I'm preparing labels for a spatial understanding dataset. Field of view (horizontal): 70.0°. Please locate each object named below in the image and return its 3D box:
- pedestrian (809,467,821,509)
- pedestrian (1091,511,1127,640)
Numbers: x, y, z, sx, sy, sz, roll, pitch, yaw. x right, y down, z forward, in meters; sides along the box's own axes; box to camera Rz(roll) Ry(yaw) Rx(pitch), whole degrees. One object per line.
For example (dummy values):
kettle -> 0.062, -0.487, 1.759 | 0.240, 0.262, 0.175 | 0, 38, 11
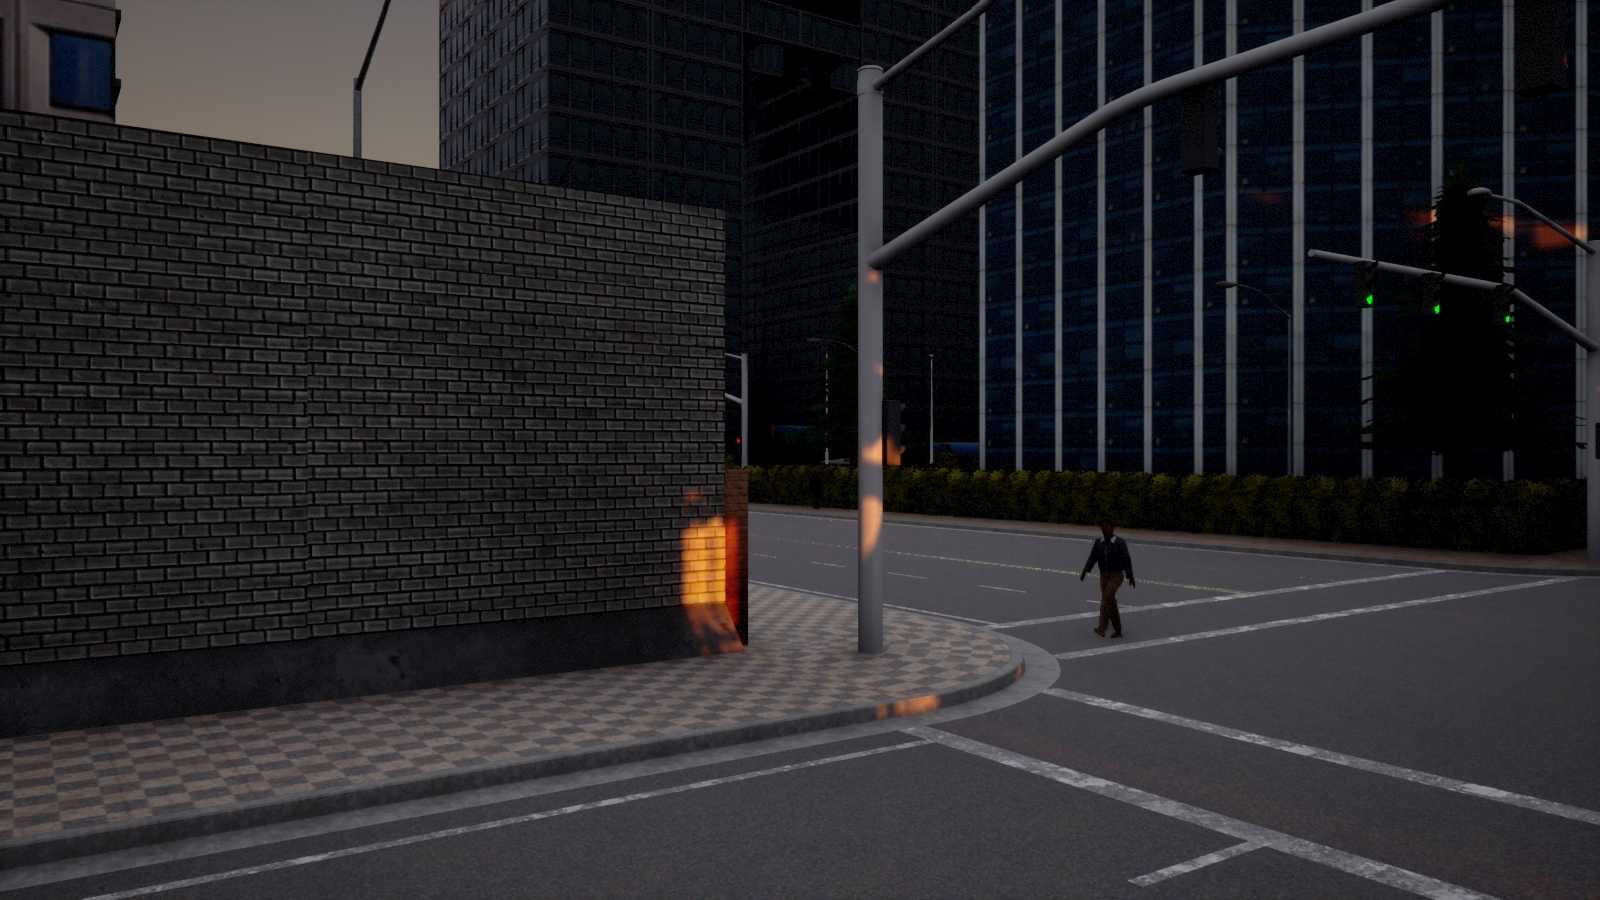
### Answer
pedestrian -> 0.664, 1.698, 51.147 | 0.375, 1.860, 0.375 | 0, 0, -32
pedestrian -> 4.589, 1.846, 16.968 | 0.375, 1.860, 0.375 | 0, 0, -43
